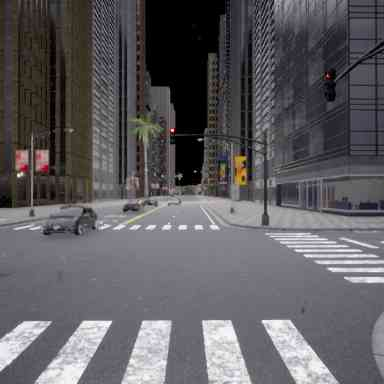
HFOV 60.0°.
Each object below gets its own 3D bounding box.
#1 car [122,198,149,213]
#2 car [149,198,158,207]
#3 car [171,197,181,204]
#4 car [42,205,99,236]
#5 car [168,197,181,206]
[{"bbox_3d":[-6.668,1.638,38.334,2.033,1.411,5.357,0,0,0],"label":"car"},{"bbox_3d":[-6.676,1.718,54.300,1.994,1.385,4.181,0,0,0],"label":"car"},{"bbox_3d":[-3.284,1.786,69.824,1.994,1.385,4.181,0,0,0],"label":"car"},{"bbox_3d":[-6.635,1.541,18.617,1.837,1.490,4.892,0,-1,0],"label":"car"},{"bbox_3d":[-3.266,1.779,59.928,1.895,1.301,4.718,0,0,0],"label":"car"}]
